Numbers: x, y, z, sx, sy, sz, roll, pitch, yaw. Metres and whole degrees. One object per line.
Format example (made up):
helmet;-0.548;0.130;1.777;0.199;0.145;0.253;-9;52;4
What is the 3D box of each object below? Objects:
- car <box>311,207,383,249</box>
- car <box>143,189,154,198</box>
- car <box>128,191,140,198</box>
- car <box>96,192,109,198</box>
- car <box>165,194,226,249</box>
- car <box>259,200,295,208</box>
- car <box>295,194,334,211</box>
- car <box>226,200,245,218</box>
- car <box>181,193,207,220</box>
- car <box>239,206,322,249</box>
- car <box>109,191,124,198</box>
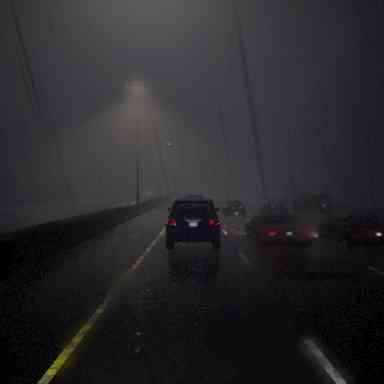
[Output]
car;7.063;1.573;14.552;1.994;1.385;4.181;0;0;0
car;-9.955;0.344;76.694;2.150;2.045;5.566;0;1;0
car;-13.454;0.472;76.784;2.097;1.767;4.553;0;1;0
car;-20.454;0.658;76.814;2.033;1.411;5.357;0;1;0
car;0.063;1.257;14.637;2.150;2.045;5.566;0;0;0
car;7.179;1.418;29.548;2.128;1.511;4.902;0;0;0
car;10.680;1.180;29.550;2.150;2.045;5.566;0;0;0
car;3.680;1.439;29.575;1.837;1.490;4.892;0;0;0
car;0.180;1.180;29.631;2.150;2.045;5.566;0;0;0
car;3.563;1.563;14.580;2.033;1.411;5.357;0;0;0
car;-16.954;0.618;76.785;1.837;1.490;4.892;0;1;0
